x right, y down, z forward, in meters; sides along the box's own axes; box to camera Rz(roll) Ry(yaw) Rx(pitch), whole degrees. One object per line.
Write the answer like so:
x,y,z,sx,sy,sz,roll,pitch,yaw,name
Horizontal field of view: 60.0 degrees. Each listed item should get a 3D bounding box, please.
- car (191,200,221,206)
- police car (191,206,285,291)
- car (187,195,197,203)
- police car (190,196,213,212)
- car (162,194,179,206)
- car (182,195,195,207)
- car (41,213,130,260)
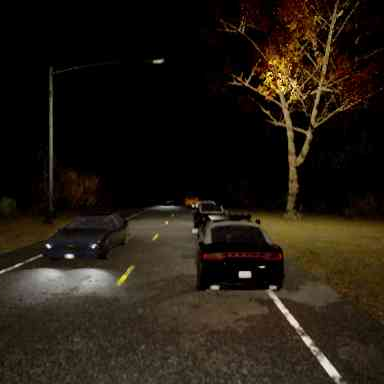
1.016,1.456,18.980,1.837,1.490,4.892,0,0,0,car
1.030,1.402,9.095,1.930,1.638,5.238,0,0,0,police car
-0.036,1.320,65.127,1.837,1.490,4.892,0,0,0,car
1.016,1.359,25.089,1.930,1.638,5.238,0,0,0,police car
-3.622,1.347,52.096,2.128,1.511,4.902,0,0,0,car
-0.003,1.350,47.093,1.882,1.535,5.008,0,0,1,car
-3.627,1.515,12.507,2.033,1.411,5.357,0,0,0,car
